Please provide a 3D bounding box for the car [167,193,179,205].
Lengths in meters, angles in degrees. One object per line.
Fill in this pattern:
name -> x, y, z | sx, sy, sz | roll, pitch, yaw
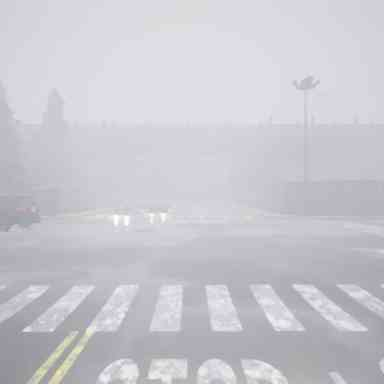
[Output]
car -> -3.541, 1.194, 59.406 | 2.150, 2.045, 5.566 | 0, 0, 1

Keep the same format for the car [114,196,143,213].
car -> -7.096, 1.476, 36.096 | 2.128, 1.511, 4.902 | 0, 0, 0

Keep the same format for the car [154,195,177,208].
car -> -3.600, 1.528, 45.856 | 2.033, 1.411, 5.357 | 0, 0, 0

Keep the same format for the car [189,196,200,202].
car -> 0.602, 1.520, 75.294 | 1.994, 1.385, 4.181 | 0, 0, 11

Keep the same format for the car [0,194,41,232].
car -> -11.614, 1.158, 19.159 | 5.566, 2.045, 2.150 | 0, -1, 8

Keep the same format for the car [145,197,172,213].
car -> -3.592, 1.548, 36.621 | 1.994, 1.385, 4.181 | 0, 0, -1

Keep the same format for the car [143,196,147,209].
car -> -7.094, 1.332, 45.060 | 2.097, 1.767, 4.553 | 0, 0, 0

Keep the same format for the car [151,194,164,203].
car -> -6.994, 1.321, 68.338 | 2.097, 1.767, 4.553 | 0, 0, 0
